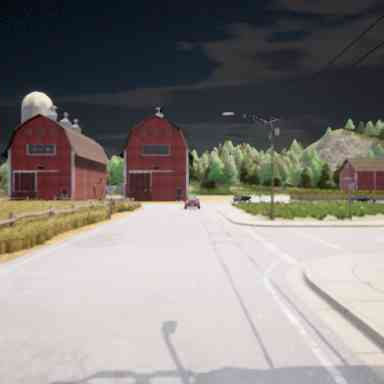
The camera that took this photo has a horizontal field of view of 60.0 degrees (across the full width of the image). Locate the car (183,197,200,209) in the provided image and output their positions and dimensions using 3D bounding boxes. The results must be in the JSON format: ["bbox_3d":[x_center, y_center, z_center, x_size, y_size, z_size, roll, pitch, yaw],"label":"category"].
[{"bbox_3d":[-0.006,1.285,40.456,1.812,1.442,4.674,0,0,-2],"label":"car"}]

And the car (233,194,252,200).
[{"bbox_3d":[9.058,1.068,59.072,2.128,1.511,4.902,0,1,34],"label":"car"}]

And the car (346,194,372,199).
[{"bbox_3d":[29.144,1.171,57.612,4.892,1.490,1.837,0,0,0],"label":"car"}]
